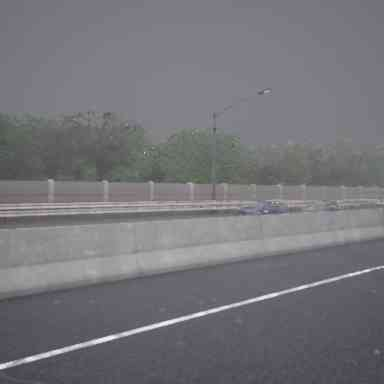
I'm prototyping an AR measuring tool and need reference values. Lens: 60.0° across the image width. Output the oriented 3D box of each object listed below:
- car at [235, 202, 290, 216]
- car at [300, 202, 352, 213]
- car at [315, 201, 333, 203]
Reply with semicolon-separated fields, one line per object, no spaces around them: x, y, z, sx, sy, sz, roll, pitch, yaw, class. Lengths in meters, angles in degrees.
6.382;1.585;29.741;5.357;1.411;2.033;0;0;-34;car
9.980;1.644;23.717;4.718;1.301;1.895;0;0;-34;car
11.487;1.565;28.974;4.892;1.490;1.837;0;0;-34;car
